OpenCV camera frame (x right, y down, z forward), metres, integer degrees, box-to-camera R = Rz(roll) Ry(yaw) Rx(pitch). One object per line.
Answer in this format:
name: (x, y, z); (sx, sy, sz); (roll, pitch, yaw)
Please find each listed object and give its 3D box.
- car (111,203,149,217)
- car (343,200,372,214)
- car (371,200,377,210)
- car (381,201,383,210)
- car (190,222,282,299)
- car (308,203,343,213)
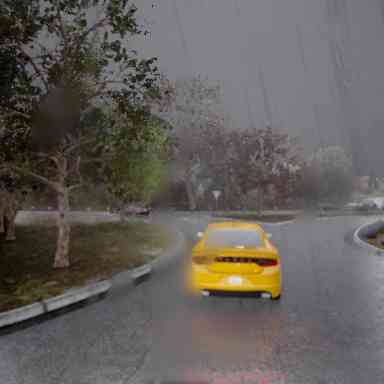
car: (-6.508, 1.819, 34.927); (4.181, 1.385, 1.994); (0, -1, 32)
car: (22.285, 2.191, 45.577); (4.674, 1.442, 1.812); (1, -1, -36)
car: (31.248, 2.237, 58.807); (2.097, 1.767, 4.553); (0, -1, 36)
car: (33.963, 2.093, 56.975); (2.150, 2.045, 5.566); (0, 0, 36)
car: (1.098, 1.520, 8.654); (1.882, 1.535, 5.008); (0, 0, 7)
car: (18.611, 2.247, 46.992); (4.718, 1.301, 1.895); (1, -1, -32)
